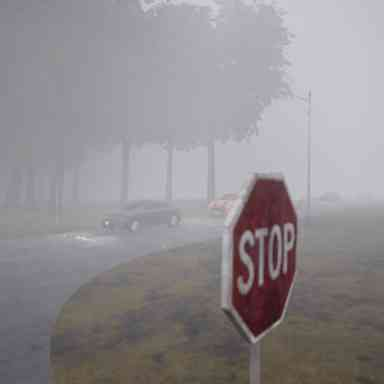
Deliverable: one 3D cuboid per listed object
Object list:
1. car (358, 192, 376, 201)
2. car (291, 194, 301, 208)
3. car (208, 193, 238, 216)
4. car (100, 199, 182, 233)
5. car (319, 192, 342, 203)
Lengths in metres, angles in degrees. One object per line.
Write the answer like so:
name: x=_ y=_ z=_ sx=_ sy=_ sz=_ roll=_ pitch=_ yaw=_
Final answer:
car: x=27.468 y=0.658 z=52.170 sx=1.895 sy=1.301 sz=4.718 roll=1 pitch=1 yaw=37
car: x=9.336 y=0.871 z=33.152 sx=1.812 sy=1.442 sz=4.674 roll=1 pitch=2 yaw=38
car: x=3.138 y=0.864 z=24.994 sx=2.097 sy=1.767 sz=4.553 roll=1 pitch=2 yaw=37
car: x=-2.525 y=1.181 z=17.545 sx=1.837 sy=1.490 sz=4.892 roll=1 pitch=2 yaw=37
car: x=19.220 y=0.671 z=46.018 sx=2.033 sy=1.411 sz=5.357 roll=1 pitch=1 yaw=37
